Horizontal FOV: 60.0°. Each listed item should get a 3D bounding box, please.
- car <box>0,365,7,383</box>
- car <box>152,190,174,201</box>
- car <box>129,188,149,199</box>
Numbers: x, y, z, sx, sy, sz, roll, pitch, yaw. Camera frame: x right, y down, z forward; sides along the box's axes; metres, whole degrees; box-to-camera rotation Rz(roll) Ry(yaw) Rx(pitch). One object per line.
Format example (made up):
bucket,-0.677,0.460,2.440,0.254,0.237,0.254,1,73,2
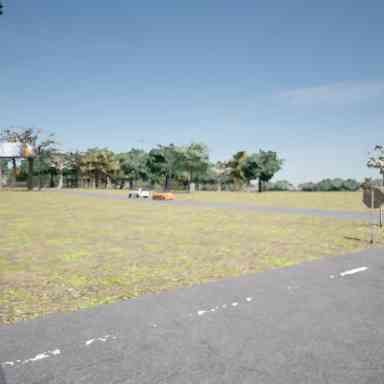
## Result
car,-3.700,1.562,1.231,5.357,1.411,2.033,0,0,-35
car,-4.991,0.516,57.157,2.097,1.767,4.553,1,0,-35
car,-10.328,0.205,64.680,2.150,2.045,5.566,1,1,-35
